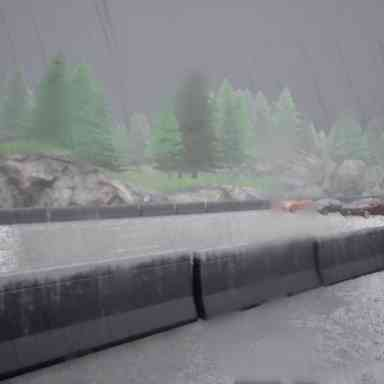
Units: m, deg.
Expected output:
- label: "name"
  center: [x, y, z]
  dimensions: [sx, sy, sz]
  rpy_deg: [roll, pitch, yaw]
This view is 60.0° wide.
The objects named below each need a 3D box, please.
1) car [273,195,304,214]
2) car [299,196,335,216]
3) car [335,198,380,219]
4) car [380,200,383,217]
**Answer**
- label: "car"
  center: [10.056, 1.132, 32.658]
  dimensions: [4.553, 1.767, 2.097]
  rpy_deg: [-1, 1, -35]
- label: "car"
  center: [12.014, 1.308, 29.758]
  dimensions: [4.674, 1.442, 1.812]
  rpy_deg: [-1, 1, -35]
- label: "car"
  center: [14.069, 1.259, 26.925]
  dimensions: [5.008, 1.535, 1.882]
  rpy_deg: [-1, 1, -35]
- label: "car"
  center: [16.437, 0.998, 24.317]
  dimensions: [5.566, 2.045, 2.150]
  rpy_deg: [-1, 0, -35]
